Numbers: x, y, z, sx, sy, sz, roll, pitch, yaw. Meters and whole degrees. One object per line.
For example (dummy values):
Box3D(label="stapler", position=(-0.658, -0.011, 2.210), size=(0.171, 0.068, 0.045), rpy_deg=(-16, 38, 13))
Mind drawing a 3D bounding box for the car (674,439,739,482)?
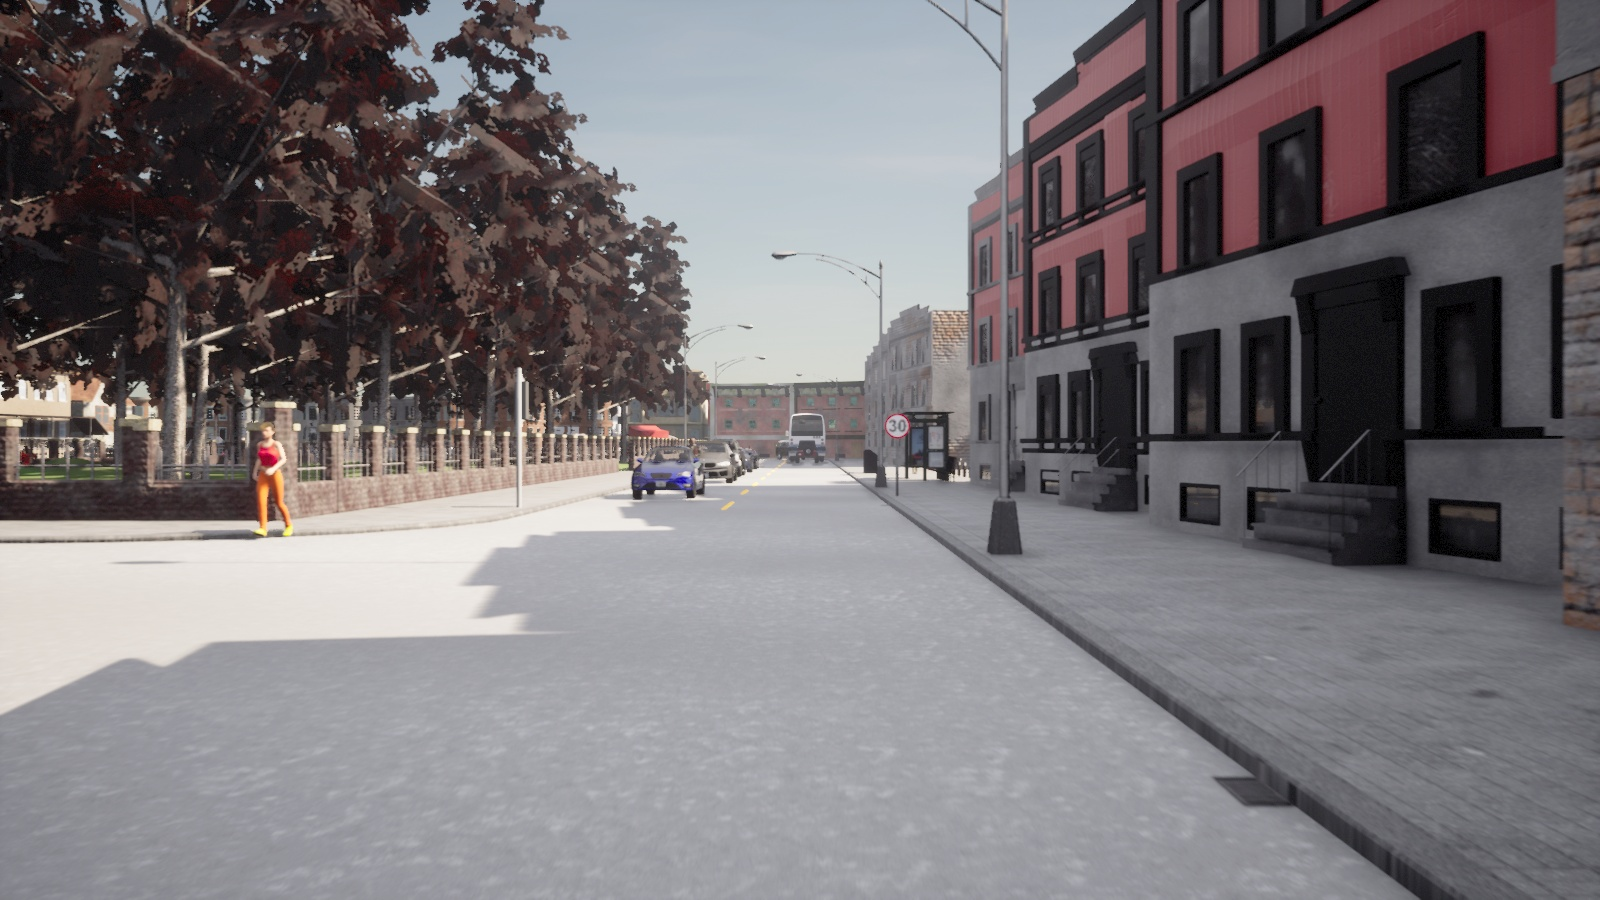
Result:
Box3D(label="car", position=(-3.689, 0.394, 50.373), size=(2.242, 1.667, 4.611), rpy_deg=(0, 0, 0))

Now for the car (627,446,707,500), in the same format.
Box3D(label="car", position=(-3.761, 0.618, 36.171), size=(1.816, 1.474, 4.193), rpy_deg=(0, 0, 1))

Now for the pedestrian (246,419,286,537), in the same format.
Box3D(label="pedestrian", position=(-8.416, 0.428, 19.796), size=(0.345, 1.836, 0.594), rpy_deg=(0, 0, 4))

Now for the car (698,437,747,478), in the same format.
Box3D(label="car", position=(-3.636, 0.329, 59.551), size=(1.932, 1.855, 4.605), rpy_deg=(0, 1, 1))

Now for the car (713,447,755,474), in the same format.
Box3D(label="car", position=(-3.579, 0.543, 68.674), size=(1.994, 1.385, 4.181), rpy_deg=(0, 0, 1))
